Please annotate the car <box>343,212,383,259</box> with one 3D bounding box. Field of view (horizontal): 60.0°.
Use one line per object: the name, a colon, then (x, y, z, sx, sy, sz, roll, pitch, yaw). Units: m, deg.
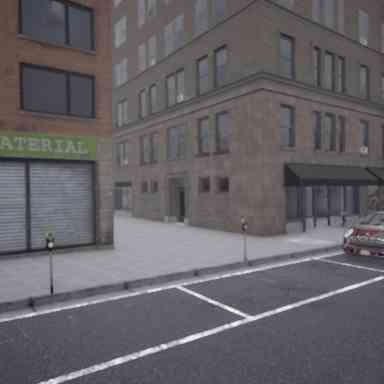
car: (7.131, 1.401, 11.758, 4.097, 1.590, 1.967, 0, -1, -36)
